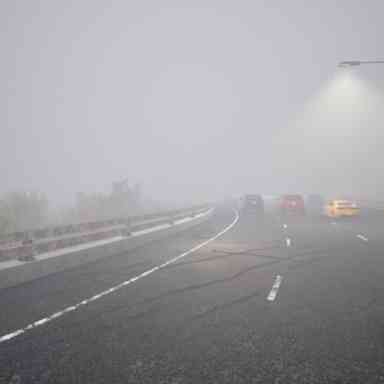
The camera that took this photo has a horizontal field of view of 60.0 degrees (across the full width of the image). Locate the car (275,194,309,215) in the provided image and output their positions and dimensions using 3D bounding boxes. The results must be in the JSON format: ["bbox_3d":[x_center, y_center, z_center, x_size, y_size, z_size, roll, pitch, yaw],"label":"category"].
[{"bbox_3d":[9.813,1.219,33.592,2.150,2.045,5.566,0,0,6],"label":"car"}]

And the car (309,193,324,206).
[{"bbox_3d":[20.041,1.218,53.762,2.150,2.045,5.566,0,0,26],"label":"car"}]

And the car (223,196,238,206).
[{"bbox_3d":[6.434,1.488,56.217,2.128,1.511,4.902,0,0,-5],"label":"car"}]

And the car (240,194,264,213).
[{"bbox_3d":[6.617,1.220,36.949,2.150,2.045,5.566,0,0,4],"label":"car"}]

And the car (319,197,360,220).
[{"bbox_3d":[12.592,1.476,28.233,1.882,1.535,5.008,0,0,9],"label":"car"}]

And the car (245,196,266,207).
[{"bbox_3d":[10.155,1.488,53.401,2.128,1.511,4.902,0,0,-4],"label":"car"}]
